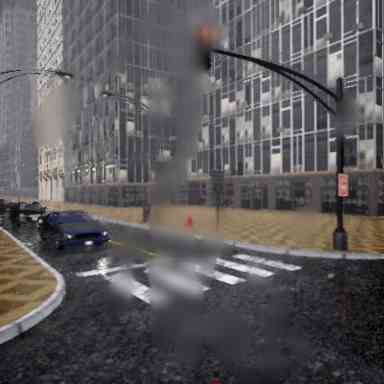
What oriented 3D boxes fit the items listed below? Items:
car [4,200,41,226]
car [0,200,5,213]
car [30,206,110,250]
[{"bbox_3d":[-11.438,1.461,23.241,2.128,1.511,4.902,-1,1,-35],"label":"car"},{"bbox_3d":[-19.072,1.514,34.061,1.994,1.385,4.181,-1,1,-36],"label":"car"},{"bbox_3d":[-5.430,1.532,14.739,2.033,1.411,5.357,-1,1,-35],"label":"car"}]
